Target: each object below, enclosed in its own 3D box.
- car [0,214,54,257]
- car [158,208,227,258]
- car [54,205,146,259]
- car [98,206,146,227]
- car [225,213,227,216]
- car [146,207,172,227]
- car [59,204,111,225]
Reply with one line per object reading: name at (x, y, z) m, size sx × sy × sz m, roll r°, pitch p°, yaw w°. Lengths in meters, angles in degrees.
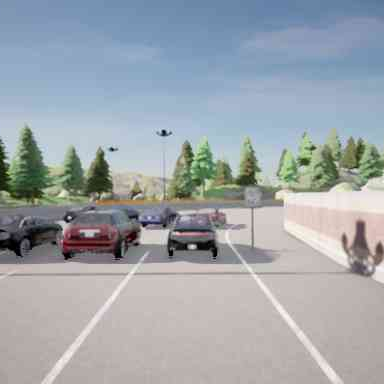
car at (-6.915, 1.638, 13.494) m, size 2.128 × 1.511 × 4.902 m, roll 0°, pitch 0°, yaw 2°
car at (0.083, 1.638, 13.500) m, size 2.128 × 1.511 × 4.902 m, roll 0°, pitch 0°, yaw 2°
car at (-3.415, 1.496, 13.411) m, size 2.097 × 1.767 × 4.553 m, roll 0°, pitch -1°, yaw 2°
car at (-5.419, 1.848, 26.418) m, size 1.994 × 1.385 × 4.181 m, roll 0°, pitch -1°, yaw 16°
car at (1.357, 1.866, 24.736) m, size 1.895 × 1.301 × 4.718 m, roll 0°, pitch -1°, yaw 15°
car at (-2.268, 1.814, 24.803) m, size 2.033 × 1.411 × 5.357 m, roll 0°, pitch -1°, yaw 14°
car at (-8.715, 1.821, 27.598) m, size 1.812 × 1.442 × 4.674 m, roll 0°, pitch 0°, yaw 16°
